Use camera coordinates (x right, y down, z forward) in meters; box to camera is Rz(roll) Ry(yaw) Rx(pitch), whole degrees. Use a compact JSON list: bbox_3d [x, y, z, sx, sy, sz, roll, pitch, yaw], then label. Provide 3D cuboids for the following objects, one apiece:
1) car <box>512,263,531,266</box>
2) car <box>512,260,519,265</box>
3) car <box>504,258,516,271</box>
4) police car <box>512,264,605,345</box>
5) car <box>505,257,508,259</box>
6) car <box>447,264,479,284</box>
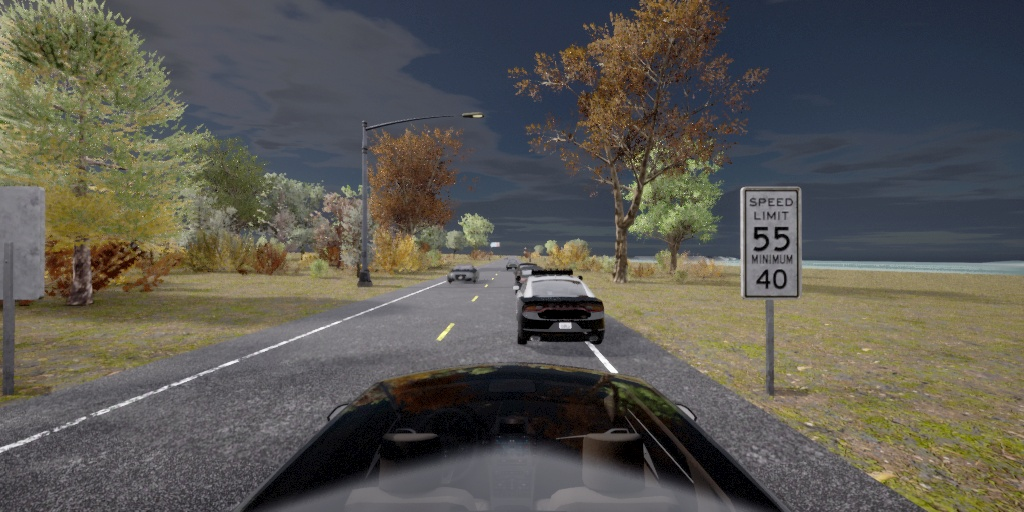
[{"bbox_3d":[1.076,1.275,19.559,1.812,1.442,4.674,0,0,0],"label":"car"},{"bbox_3d":[1.096,1.254,25.558,1.837,1.490,4.892,0,0,0],"label":"car"},{"bbox_3d":[0.160,1.343,49.589,1.895,1.301,4.718,0,0,1],"label":"car"},{"bbox_3d":[1.057,1.175,9.674,1.930,1.638,5.238,0,0,0],"label":"police car"},{"bbox_3d":[0.164,1.283,61.365,2.033,1.411,5.357,0,0,0],"label":"car"},{"bbox_3d":[-3.550,1.312,26.753,1.994,1.385,4.181,0,0,0],"label":"car"}]
